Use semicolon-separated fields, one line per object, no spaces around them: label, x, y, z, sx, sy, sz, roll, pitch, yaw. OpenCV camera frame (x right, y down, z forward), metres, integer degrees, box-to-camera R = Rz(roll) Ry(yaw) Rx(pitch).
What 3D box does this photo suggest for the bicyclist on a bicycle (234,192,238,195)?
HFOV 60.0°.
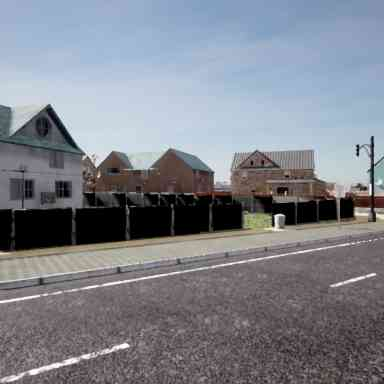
bicyclist on a bicycle;5.196;0.795;39.574;0.582;1.620;1.656;1;1;19
